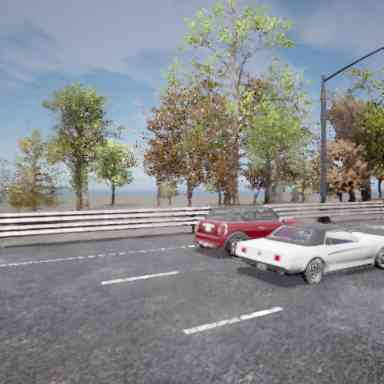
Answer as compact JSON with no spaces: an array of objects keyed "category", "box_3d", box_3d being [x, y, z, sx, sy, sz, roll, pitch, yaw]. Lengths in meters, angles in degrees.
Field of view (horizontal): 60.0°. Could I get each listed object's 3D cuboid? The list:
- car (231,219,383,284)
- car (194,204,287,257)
[{"category":"car","box_3d":[3.652,1.555,9.379,4.718,1.301,1.895,0,0,-30]},{"category":"car","box_3d":[2.400,1.297,12.690,4.553,1.767,2.097,0,0,-30]}]
